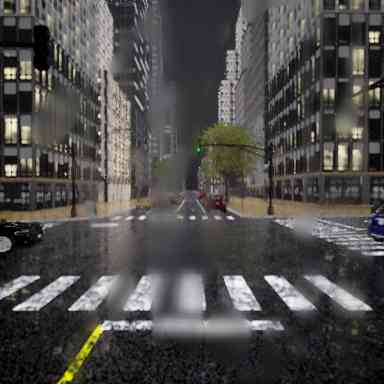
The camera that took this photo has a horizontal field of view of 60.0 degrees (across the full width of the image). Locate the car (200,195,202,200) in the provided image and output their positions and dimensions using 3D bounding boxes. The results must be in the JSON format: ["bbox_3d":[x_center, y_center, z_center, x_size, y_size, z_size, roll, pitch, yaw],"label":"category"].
[{"bbox_3d":[2.514,1.403,47.139,1.752,1.417,4.829,0,0,0],"label":"car"}]

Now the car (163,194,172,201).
[{"bbox_3d":[-5.971,1.302,80.597,1.752,1.417,4.829,0,0,0],"label":"car"}]

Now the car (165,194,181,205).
[{"bbox_3d":[-3.264,1.405,54.401,2.033,1.411,5.357,0,0,0],"label":"car"}]

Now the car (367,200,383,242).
[{"bbox_3d":[9.550,1.190,13.127,4.553,1.767,2.097,-1,1,-1],"label":"car"}]

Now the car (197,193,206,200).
[{"bbox_3d":[2.389,1.072,86.452,2.192,1.841,5.009,0,0,0],"label":"car"}]

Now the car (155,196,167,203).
[{"bbox_3d":[-5.918,1.395,63.853,1.947,1.339,4.313,0,0,0],"label":"car"}]

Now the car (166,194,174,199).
[{"bbox_3d":[-6.006,1.321,92.043,1.802,1.307,4.206,0,0,0],"label":"car"}]

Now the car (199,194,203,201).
[{"bbox_3d":[2.497,1.444,52.610,1.802,1.307,4.206,0,0,0],"label":"car"}]

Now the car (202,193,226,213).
[{"bbox_3d":[2.548,1.224,35.688,2.192,1.841,5.009,0,0,0],"label":"car"}]

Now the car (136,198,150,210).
[{"bbox_3d":[-5.848,1.419,41.129,1.752,1.417,4.829,0,0,0],"label":"car"}]

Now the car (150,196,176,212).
[{"bbox_3d":[-3.231,1.466,37.774,1.994,1.385,4.181,0,0,0],"label":"car"}]

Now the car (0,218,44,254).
[{"bbox_3d":[-8.376,1.530,12.757,5.008,1.535,1.882,-3,1,-1],"label":"car"}]

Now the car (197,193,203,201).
[{"bbox_3d":[2.425,1.109,75.171,2.192,1.841,5.009,0,0,0],"label":"car"}]

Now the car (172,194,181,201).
[{"bbox_3d":[-3.243,1.125,70.540,1.812,1.442,4.674,0,0,0],"label":"car"}]
